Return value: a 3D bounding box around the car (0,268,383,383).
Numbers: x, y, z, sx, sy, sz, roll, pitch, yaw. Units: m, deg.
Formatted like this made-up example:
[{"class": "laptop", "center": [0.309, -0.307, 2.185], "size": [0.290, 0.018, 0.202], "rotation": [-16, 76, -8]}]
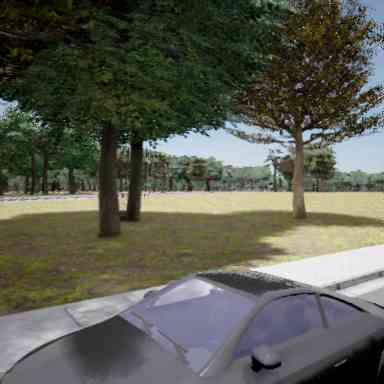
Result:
[{"class": "car", "center": [0.362, 1.565, 3.317], "size": [4.181, 1.385, 1.994], "rotation": [0, 0, -35]}]
